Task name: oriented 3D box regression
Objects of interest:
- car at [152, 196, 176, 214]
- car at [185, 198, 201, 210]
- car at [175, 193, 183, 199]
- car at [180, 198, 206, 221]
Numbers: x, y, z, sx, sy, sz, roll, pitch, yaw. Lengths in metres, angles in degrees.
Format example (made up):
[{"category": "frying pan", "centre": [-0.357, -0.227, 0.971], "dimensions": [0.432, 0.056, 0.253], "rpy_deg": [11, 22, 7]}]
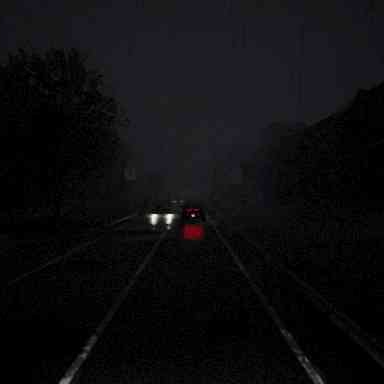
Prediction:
[{"category": "car", "centre": [-3.114, 1.457, 35.871], "dimensions": [1.882, 1.535, 5.008], "rpy_deg": [0, 0, 0]}, {"category": "car", "centre": [0.076, 1.499, 42.959], "dimensions": [1.994, 1.385, 4.181], "rpy_deg": [0, 0, 0]}, {"category": "car", "centre": [-3.042, 0.965, 76.291], "dimensions": [1.882, 1.535, 5.008], "rpy_deg": [0, 1, 0]}, {"category": "car", "centre": [0.085, 1.517, 27.214], "dimensions": [1.837, 1.490, 4.892], "rpy_deg": [0, 0, 0]}]
